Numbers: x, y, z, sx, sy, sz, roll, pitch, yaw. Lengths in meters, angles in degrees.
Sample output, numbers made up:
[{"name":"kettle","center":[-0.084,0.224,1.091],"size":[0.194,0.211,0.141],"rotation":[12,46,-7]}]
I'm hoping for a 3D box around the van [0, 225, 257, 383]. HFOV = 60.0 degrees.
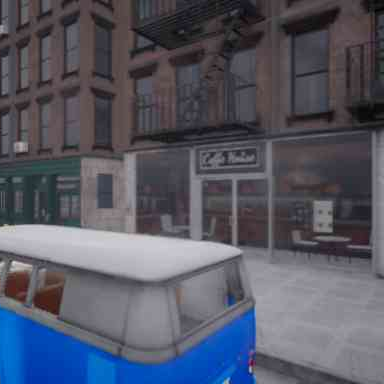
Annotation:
[{"name":"van","center":[-1.279,1.338,3.723],"size":[3.998,1.788,1.690],"rotation":[0,0,35]}]
